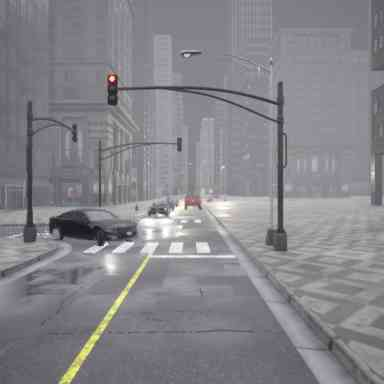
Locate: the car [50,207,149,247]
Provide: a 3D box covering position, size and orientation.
[{"bbox_3d":[-4.578,1.497,15.348,5.008,1.535,1.882,-1,-2,37],"label":"car"}]

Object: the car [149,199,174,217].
[{"bbox_3d":[-3.087,1.601,31.937,1.895,1.301,4.718,0,0,0],"label":"car"}]

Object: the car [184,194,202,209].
[{"bbox_3d":[0.123,1.225,45.384,2.150,2.045,5.566,0,0,0],"label":"car"}]

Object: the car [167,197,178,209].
[{"bbox_3d":[-3.084,1.603,41.281,1.895,1.301,4.718,0,0,0],"label":"car"}]
